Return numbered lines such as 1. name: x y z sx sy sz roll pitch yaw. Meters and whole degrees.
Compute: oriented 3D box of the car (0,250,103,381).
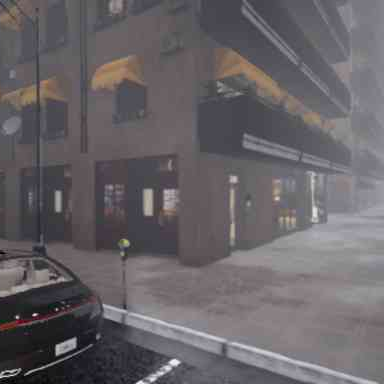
1. car: -3.248 1.585 5.163 4.403 1.369 2.008 0 0 36
